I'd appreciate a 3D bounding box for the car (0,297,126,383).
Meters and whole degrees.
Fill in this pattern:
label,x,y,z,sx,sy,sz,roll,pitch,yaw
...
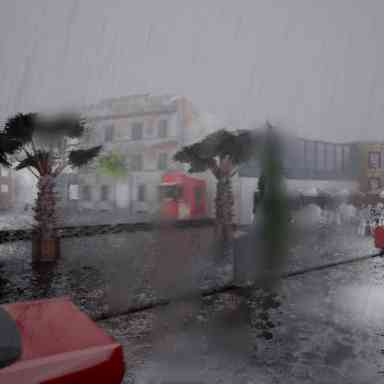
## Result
label,x,y,z,sx,sy,sz,roll,pitch,yaw
car,-3.032,1.600,2.444,4.718,1.301,1.895,0,0,-36
